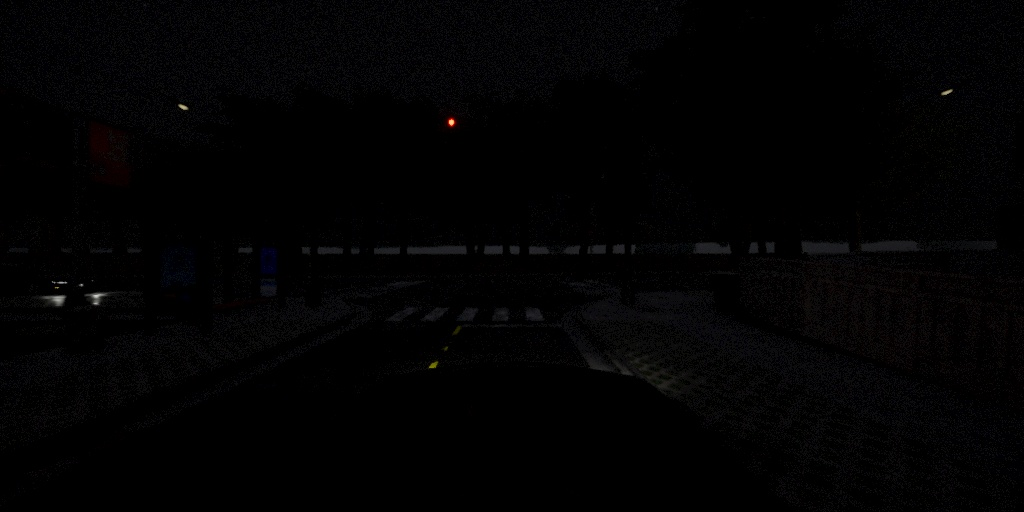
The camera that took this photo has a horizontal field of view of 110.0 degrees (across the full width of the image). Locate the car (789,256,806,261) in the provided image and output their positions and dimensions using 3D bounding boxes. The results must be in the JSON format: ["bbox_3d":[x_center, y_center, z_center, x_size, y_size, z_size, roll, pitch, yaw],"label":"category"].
[{"bbox_3d":[22.063,0.664,26.763,5.357,1.411,2.033,-1,0,0],"label":"car"}]

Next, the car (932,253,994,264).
[{"bbox_3d":[30.470,0.429,23.516,4.902,1.511,2.128,-1,0,0],"label":"car"}]

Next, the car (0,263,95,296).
[{"bbox_3d":[-22.694,1.105,16.864,4.892,1.490,1.837,1,0,0],"label":"car"}]
